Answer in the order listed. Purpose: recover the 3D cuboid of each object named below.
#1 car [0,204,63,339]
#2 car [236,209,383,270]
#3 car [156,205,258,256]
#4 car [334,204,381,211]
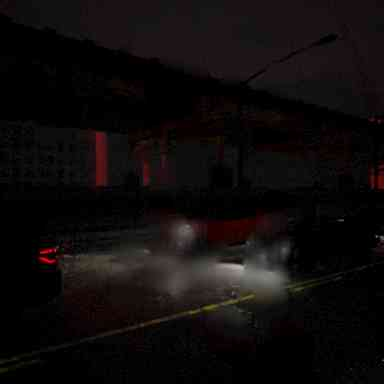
[{"bbox_3d":[-4.848,1.227,4.818,5.566,2.045,2.150,0,0,-36],"label":"car"},{"bbox_3d":[4.254,1.523,11.220,5.357,1.411,2.033,0,0,-35],"label":"car"},{"bbox_3d":[0.861,1.332,13.117,4.553,1.767,2.097,0,0,-35],"label":"car"},{"bbox_3d":[9.049,1.447,18.927,4.902,1.511,2.128,0,0,-36],"label":"car"}]
